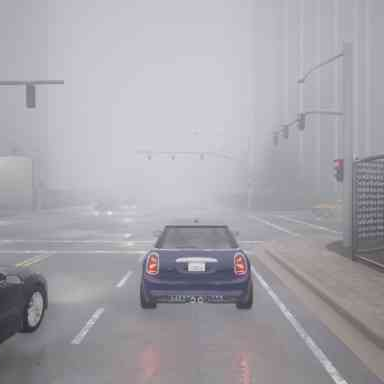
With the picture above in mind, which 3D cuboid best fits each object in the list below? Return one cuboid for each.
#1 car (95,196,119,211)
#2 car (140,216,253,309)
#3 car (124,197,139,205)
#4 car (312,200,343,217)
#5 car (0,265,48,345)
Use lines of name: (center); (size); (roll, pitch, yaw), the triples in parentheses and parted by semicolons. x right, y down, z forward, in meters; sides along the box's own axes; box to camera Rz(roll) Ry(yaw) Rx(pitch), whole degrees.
car: (-10.511, 1.352, 41.285); (2.097, 1.767, 4.553); (0, 0, 0)
car: (0.096, 1.352, 8.028); (2.097, 1.767, 4.553); (0, 0, 0)
car: (-10.455, 1.601, 57.439); (1.895, 1.301, 4.718); (0, 0, 0)
car: (13.330, 1.422, 29.747); (5.008, 1.535, 1.882); (0, 0, 0)
car: (-3.431, 1.505, 3.903); (1.837, 1.490, 4.892); (0, 0, 0)
